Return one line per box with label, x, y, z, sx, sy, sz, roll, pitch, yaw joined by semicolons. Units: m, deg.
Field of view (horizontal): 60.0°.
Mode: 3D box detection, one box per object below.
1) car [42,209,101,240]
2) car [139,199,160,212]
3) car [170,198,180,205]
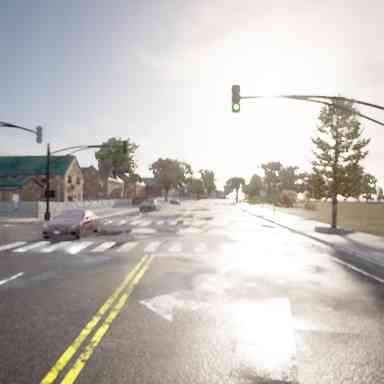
car;-6.294;1.651;17.931;1.812;1.442;4.674;0;0;1
car;-5.439;1.653;42.958;2.097;1.767;4.553;0;-1;3
car;-3.593;2.072;71.993;1.812;1.442;4.674;0;-1;4
